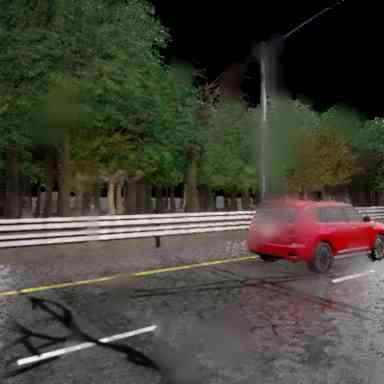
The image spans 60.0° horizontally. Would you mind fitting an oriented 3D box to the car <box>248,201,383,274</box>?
[{"bbox_3d":[4.351,1.312,11.135,5.566,2.045,2.150,1,0,-35],"label":"car"}]
